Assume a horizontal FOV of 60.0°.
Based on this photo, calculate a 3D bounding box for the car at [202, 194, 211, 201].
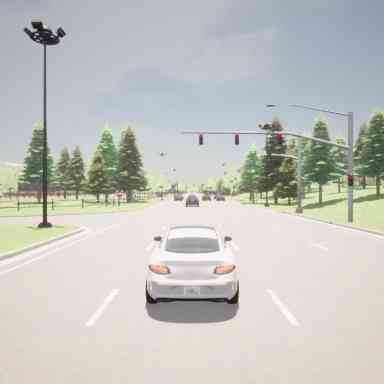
[{"bbox_3d":[3.611,1.348,82.921,2.097,1.767,4.553,0,0,0],"label":"car"}]

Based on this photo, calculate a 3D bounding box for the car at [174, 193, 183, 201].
[{"bbox_3d":[-3.389,1.544,82.927,1.994,1.385,4.181,0,0,0],"label":"car"}]

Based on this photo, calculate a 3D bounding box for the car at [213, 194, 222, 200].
[{"bbox_3d":[7.125,1.385,92.949,1.994,1.385,4.181,0,0,0],"label":"car"}]

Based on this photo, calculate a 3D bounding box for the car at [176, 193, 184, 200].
[{"bbox_3d":[-3.375,1.188,92.933,2.097,1.767,4.553,0,0,0],"label":"car"}]

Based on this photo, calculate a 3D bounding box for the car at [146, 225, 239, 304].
[{"bbox_3d":[0.017,1.526,8.022,1.812,1.442,4.674,0,0,0],"label":"car"}]

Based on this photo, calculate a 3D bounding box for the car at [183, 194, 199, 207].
[{"bbox_3d":[0.070,1.352,51.896,2.097,1.767,4.553,0,0,0],"label":"car"}]

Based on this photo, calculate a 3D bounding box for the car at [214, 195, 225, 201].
[{"bbox_3d":[7.111,1.517,82.529,2.128,1.511,4.902,0,0,0],"label":"car"}]

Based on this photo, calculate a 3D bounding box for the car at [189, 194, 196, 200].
[{"bbox_3d":[0.125,1.332,92.959,1.837,1.490,4.892,0,0,0],"label":"car"}]

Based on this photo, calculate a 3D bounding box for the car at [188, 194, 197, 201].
[{"bbox_3d":[0.111,1.348,82.925,2.097,1.767,4.553,0,0,0],"label":"car"}]

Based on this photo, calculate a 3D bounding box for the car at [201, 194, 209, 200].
[{"bbox_3d":[3.625,1.372,92.954,2.033,1.411,5.357,0,0,0],"label":"car"}]
